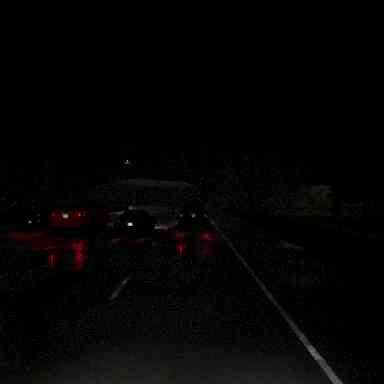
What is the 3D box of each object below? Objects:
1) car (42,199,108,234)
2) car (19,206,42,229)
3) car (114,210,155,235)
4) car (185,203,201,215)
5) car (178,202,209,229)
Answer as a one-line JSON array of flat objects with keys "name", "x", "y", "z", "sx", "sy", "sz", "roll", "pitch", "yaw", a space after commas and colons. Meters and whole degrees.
[{"name": "car", "x": -6.921, "y": 1.442, "z": 20.817, "sx": 2.150, "sy": 2.045, "sz": 5.566, "roll": 0, "pitch": -1, "yaw": 0}, {"name": "car", "x": -10.410, "y": 1.744, "z": 23.814, "sx": 2.128, "sy": 1.511, "sz": 4.902, "roll": 0, "pitch": -1, "yaw": 0}, {"name": "car", "x": -3.408, "y": 1.780, "z": 20.315, "sx": 1.994, "sy": 1.385, "sz": 4.181, "roll": 0, "pitch": -1, "yaw": 0}, {"name": "car", "x": 0.083, "y": 2.058, "z": 41.409, "sx": 1.837, "sy": 1.490, "sz": 4.892, "roll": 0, "pitch": -2, "yaw": 0}, {"name": "car", "x": 0.091, "y": 1.601, "z": 23.614, "sx": 2.097, "sy": 1.767, "sz": 4.553, "roll": 0, "pitch": -1, "yaw": 0}]
